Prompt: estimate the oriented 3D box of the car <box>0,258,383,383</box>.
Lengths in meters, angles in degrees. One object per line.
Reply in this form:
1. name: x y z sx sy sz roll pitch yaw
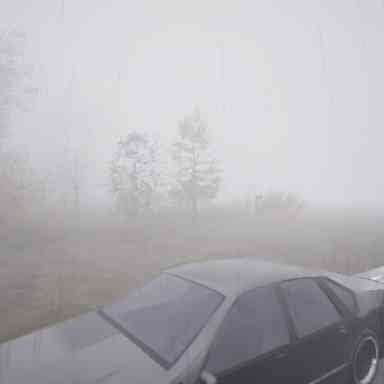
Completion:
1. car: 0.379 1.553 3.699 5.357 1.411 2.033 0 0 -36
